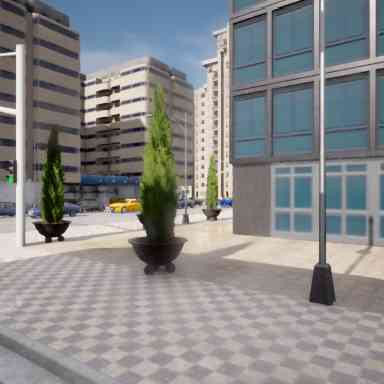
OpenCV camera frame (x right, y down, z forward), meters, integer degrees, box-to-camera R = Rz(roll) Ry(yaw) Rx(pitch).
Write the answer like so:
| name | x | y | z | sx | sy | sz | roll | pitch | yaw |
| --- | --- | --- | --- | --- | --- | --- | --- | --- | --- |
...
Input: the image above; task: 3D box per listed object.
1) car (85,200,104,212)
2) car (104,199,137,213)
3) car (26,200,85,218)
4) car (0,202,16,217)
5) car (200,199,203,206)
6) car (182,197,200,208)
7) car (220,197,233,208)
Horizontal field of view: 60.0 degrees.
| name | x | y | z | sx | sy | sz | roll | pitch | yaw |
| --- | --- | --- | --- | --- | --- | --- | --- | --- | --- |
| car | -11.786 | 1.619 | 37.254 | 1.994 | 1.385 | 4.181 | 0 | 0 | 35 |
| car | -7.143 | 1.533 | 37.756 | 1.882 | 1.535 | 5.008 | 0 | 0 | 35 |
| car | -12.465 | 1.581 | 30.207 | 1.812 | 1.442 | 4.674 | 0 | 0 | 35 |
| car | -17.121 | 1.603 | 29.725 | 2.033 | 1.411 | 5.357 | 0 | 0 | 35 |
| car | -0.008 | 1.581 | 53.809 | 1.812 | 1.442 | 4.674 | 0 | 0 | 36 |
| car | -1.365 | 1.581 | 45.885 | 1.812 | 1.442 | 4.674 | 0 | 0 | 35 |
| car | 6.143 | 1.533 | 50.121 | 1.882 | 1.535 | 5.008 | 0 | 0 | 35 |
